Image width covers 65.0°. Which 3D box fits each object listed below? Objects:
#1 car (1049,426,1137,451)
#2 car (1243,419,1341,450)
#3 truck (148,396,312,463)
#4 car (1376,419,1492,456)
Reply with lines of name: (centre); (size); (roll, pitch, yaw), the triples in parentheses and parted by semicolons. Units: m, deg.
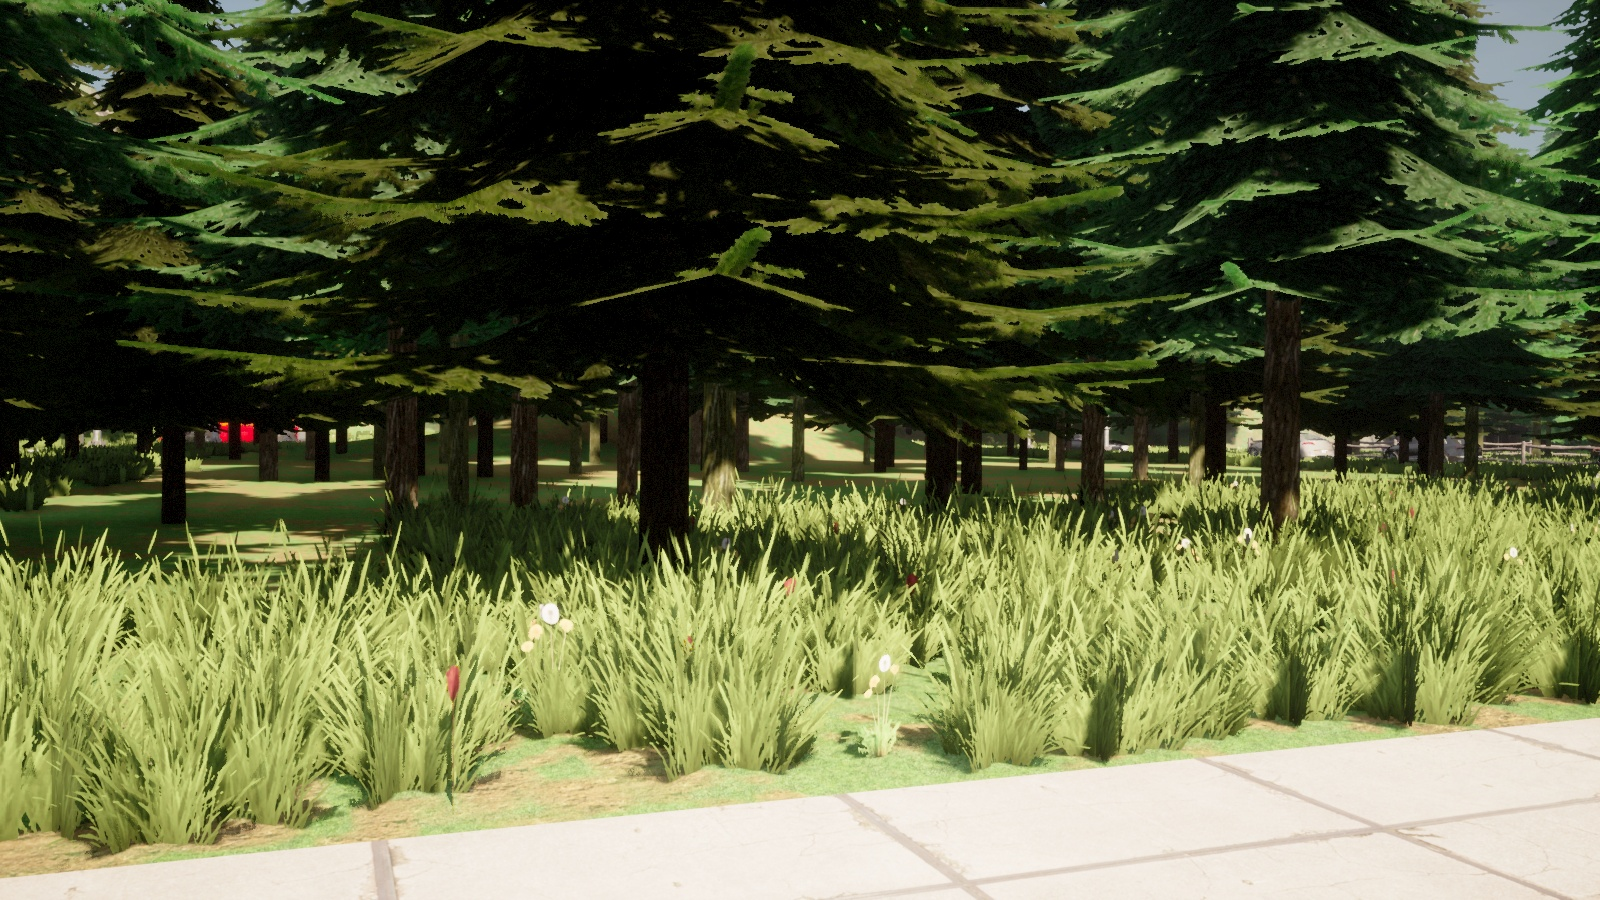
car: (17.915, -0.718, 77.049); (2.128, 1.511, 4.902); (-1, 1, -43)
car: (26.747, -0.852, 68.436); (2.152, 1.651, 5.027); (-1, 1, -20)
truck: (-34.212, -1.255, 75.655); (2.891, 3.827, 8.468); (0, 1, 42)
car: (29.944, -0.590, 59.509); (2.033, 1.649, 4.856); (-1, 1, -20)
